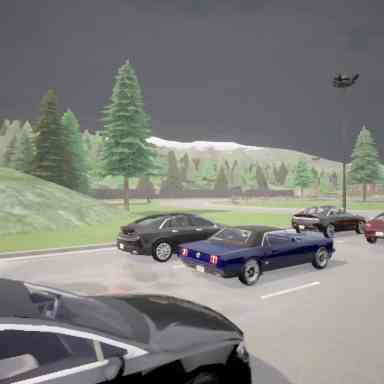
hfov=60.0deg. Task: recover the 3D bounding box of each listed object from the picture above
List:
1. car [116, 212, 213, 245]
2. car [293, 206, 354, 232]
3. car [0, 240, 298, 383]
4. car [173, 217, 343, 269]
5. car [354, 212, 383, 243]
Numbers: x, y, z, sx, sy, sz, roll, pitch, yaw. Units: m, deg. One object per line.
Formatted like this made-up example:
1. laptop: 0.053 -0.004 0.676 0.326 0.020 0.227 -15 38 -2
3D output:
1. car: -0.290 1.505 12.129 4.892 1.490 1.837 0 0 -35
2. car: 7.299 1.491 17.530 4.902 1.511 2.128 0 0 -35
3. car: -1.645 1.492 2.570 4.902 1.511 2.128 0 0 -35
4. car: 2.022 1.601 9.478 4.718 1.301 1.895 0 0 -35
5. car: 9.442 1.526 14.759 4.674 1.442 1.812 0 0 -35
